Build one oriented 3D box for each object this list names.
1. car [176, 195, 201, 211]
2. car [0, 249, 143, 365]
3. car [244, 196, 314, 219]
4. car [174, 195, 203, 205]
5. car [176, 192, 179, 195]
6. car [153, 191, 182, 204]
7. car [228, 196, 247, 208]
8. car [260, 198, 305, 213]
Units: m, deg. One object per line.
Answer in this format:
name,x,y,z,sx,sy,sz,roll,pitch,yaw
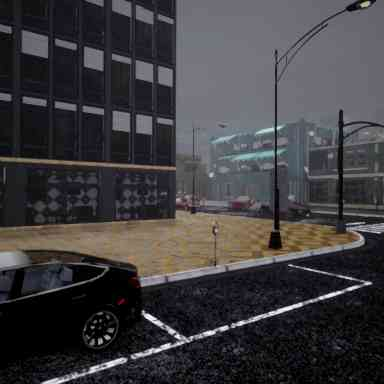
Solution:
car,-0.783,1.230,33.673,1.802,1.307,4.206,1,0,-36
car,-2.770,1.566,4.579,4.313,1.339,1.947,0,0,-35
car,7.155,1.330,27.206,2.033,1.411,5.357,0,1,-36
car,-0.577,1.100,47.573,2.008,1.369,4.403,1,0,-36
car,-1.376,1.082,38.872,1.882,1.535,5.008,0,0,-36
car,-3.849,0.793,52.047,2.192,1.841,5.009,1,0,-36
car,5.980,1.130,38.626,1.967,1.590,4.097,1,0,-36
car,9.256,1.340,34.150,1.802,1.307,4.206,1,0,-36
